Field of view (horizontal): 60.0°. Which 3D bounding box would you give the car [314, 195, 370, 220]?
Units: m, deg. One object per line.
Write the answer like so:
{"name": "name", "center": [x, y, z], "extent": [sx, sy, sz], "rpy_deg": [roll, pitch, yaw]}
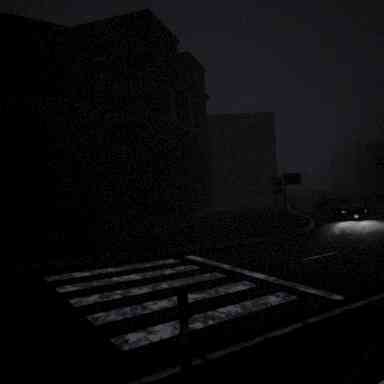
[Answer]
{"name": "car", "center": [9.963, 0.965, 22.638], "extent": [2.033, 1.411, 5.357], "rpy_deg": [-3, 2, 2]}

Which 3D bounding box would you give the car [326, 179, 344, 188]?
{"name": "car", "center": [25.622, -1.505, 59.793], "extent": [1.882, 1.535, 5.008], "rpy_deg": [-3, 1, 3]}
